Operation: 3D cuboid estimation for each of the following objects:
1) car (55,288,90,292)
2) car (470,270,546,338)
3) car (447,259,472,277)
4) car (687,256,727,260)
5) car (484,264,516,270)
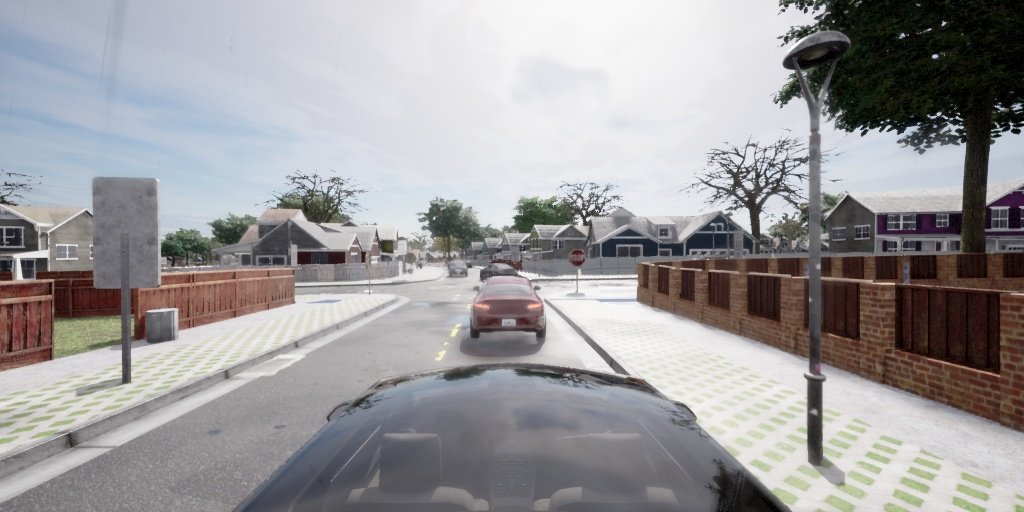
[{"bbox_3d":[-25.007,1.940,19.435,4.718,1.301,1.895,-1,1,-11],"label":"car"},{"bbox_3d":[-0.133,1.280,10.065,1.812,1.442,4.674,0,0,-2],"label":"car"},{"bbox_3d":[-5.518,1.352,37.111,2.128,1.511,4.902,0,0,-8],"label":"car"},{"bbox_3d":[12.702,0.797,24.519,4.553,1.767,2.097,-1,1,4],"label":"car"},{"bbox_3d":[-1.148,1.334,29.200,1.812,1.442,4.674,-1,0,-26],"label":"car"}]
